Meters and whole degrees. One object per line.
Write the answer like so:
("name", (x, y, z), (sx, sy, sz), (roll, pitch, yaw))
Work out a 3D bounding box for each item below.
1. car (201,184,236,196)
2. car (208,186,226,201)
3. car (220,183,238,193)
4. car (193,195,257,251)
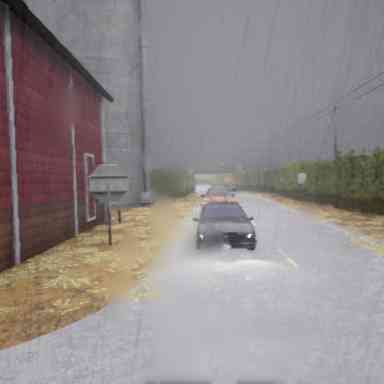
("car", (1.711, 0.507, 21.966), (2.097, 1.767, 4.553), (-1, 2, 4))
("car", (2.740, 0.100, 36.919), (1.837, 1.490, 4.892), (-1, 2, 3))
("car", (6.062, -0.656, 55.259), (2.128, 1.511, 4.902), (-1, 2, -3))
("car", (1.104, 1.072, 12.073), (2.033, 1.411, 5.357), (-1, 2, 3))
